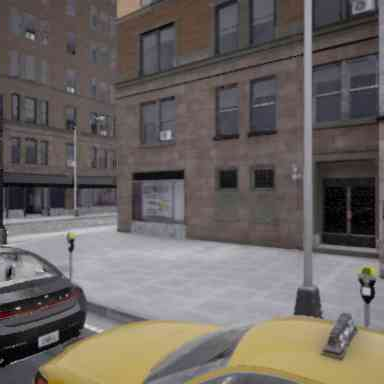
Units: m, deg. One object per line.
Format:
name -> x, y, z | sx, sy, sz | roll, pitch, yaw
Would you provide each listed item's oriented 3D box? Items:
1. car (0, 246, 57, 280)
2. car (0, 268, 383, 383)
car -> -3.525, 1.560, 5.330 | 4.403, 1.369, 2.008 | 0, 0, 36
car -> 0.739, 1.526, 2.292 | 4.829, 1.417, 1.752 | 0, 0, 36
